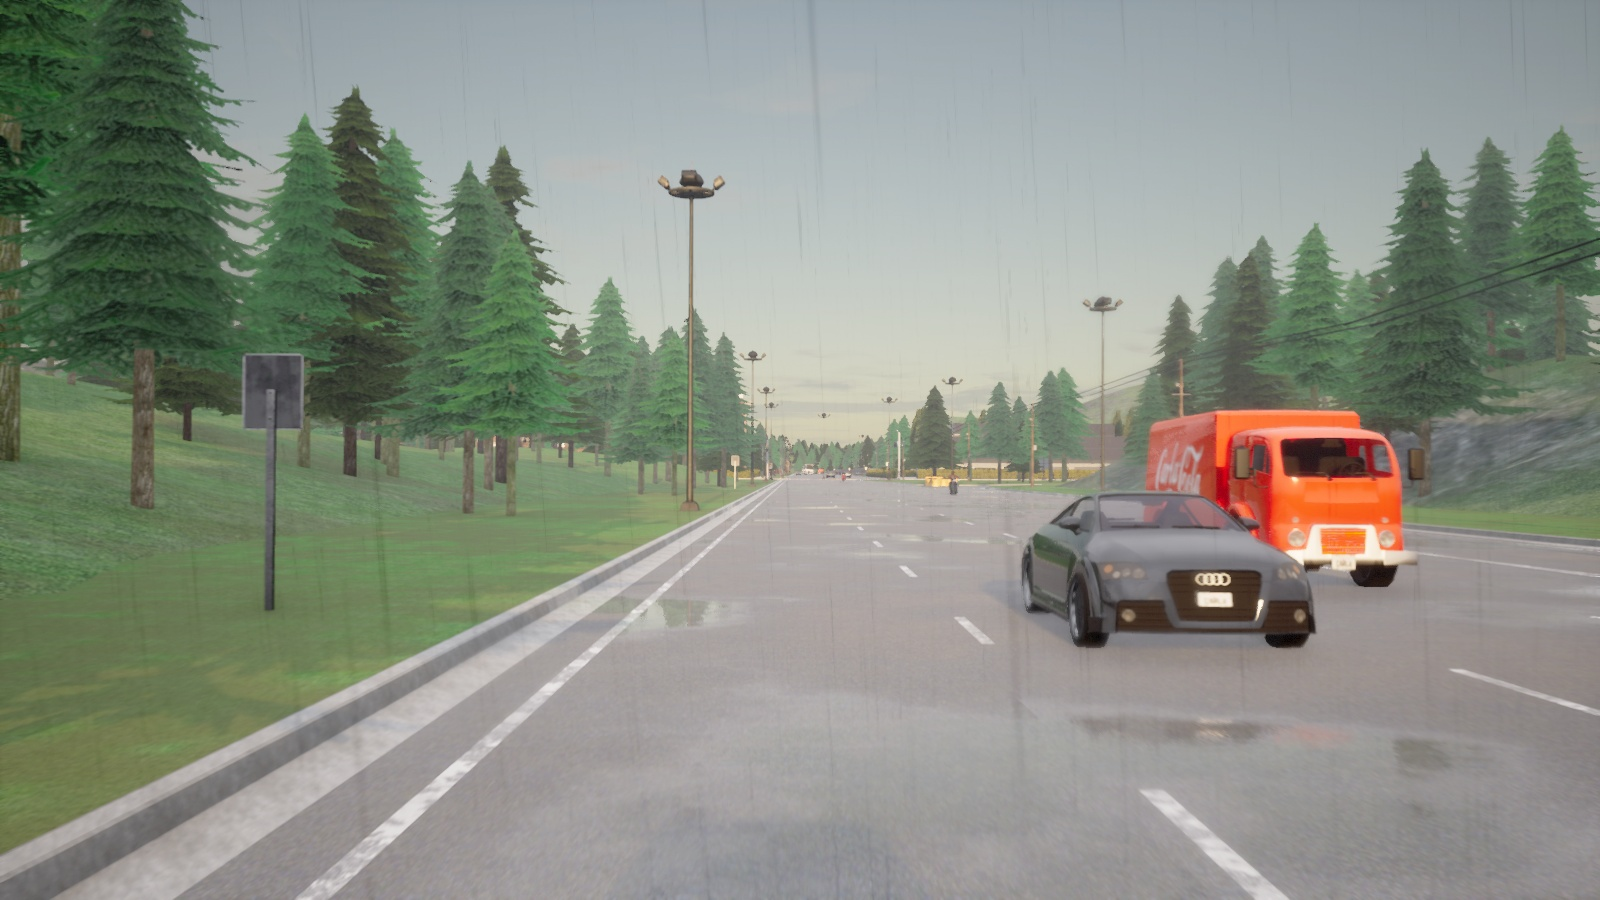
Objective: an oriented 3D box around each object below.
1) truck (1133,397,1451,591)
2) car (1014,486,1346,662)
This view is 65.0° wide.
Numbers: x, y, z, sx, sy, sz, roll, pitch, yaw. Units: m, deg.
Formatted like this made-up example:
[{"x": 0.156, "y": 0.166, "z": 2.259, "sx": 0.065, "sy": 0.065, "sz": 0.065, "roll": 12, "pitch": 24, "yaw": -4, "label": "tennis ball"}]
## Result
[{"x": 6.953, "y": 0.615, "z": 18.586, "sx": 2.627, "sy": 2.467, "sz": 5.204, "roll": 0, "pitch": -1, "yaw": 0, "label": "truck"}, {"x": 3.470, "y": 1.072, "z": 12.393, "sx": 1.994, "sy": 1.385, "sz": 4.181, "roll": 0, "pitch": -1, "yaw": 0, "label": "car"}]
